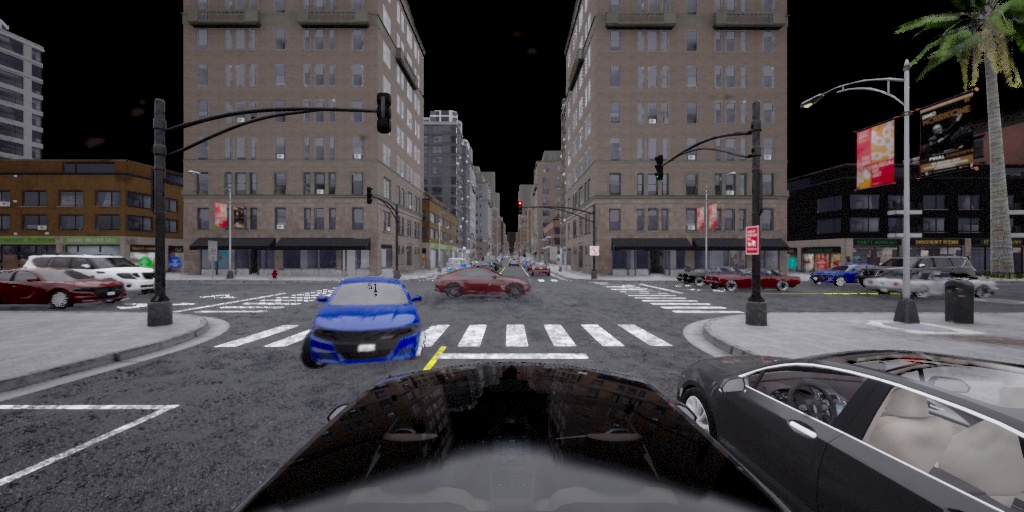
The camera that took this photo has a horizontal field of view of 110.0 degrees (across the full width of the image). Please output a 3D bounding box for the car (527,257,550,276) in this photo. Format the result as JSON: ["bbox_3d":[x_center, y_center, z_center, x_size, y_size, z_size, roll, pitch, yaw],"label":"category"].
[{"bbox_3d":[2.825,1.192,36.935,1.967,1.591,4.097,0,0,0],"label":"car"}]

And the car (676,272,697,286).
[{"bbox_3d":[13.739,1.365,24.263,4.718,1.301,1.895,0,0,0],"label":"car"}]

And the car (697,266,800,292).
[{"bbox_3d":[13.857,1.370,21.014,4.718,1.301,1.895,0,0,0],"label":"car"}]

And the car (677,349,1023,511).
[{"bbox_3d":[2.668,1.300,2.286,2.007,1.370,4.403,0,0,0],"label":"car"}]

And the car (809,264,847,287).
[{"bbox_3d":[23.058,1.258,24.308,5.008,1.535,1.882,0,0,0],"label":"car"}]

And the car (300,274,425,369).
[{"bbox_3d":[-3.195,1.229,8.205,1.882,1.535,5.008,2,-1,-20],"label":"car"}]

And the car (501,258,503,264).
[{"bbox_3d":[-2.847,1.354,55.711,1.895,1.301,4.718,0,0,0],"label":"car"}]

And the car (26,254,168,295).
[{"bbox_3d":[-20.196,0.942,17.399,5.566,2.045,2.150,0,0,0],"label":"car"}]

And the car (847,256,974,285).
[{"bbox_3d":[23.610,1.007,21.061,5.566,2.045,2.150,0,0,0],"label":"car"}]

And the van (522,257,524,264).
[{"bbox_3d":[2.934,1.093,59.612,1.690,1.789,3.998,0,0,0],"label":"van"}]

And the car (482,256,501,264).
[{"bbox_3d":[-2.896,0.974,45.920,2.150,2.045,5.566,0,0,0],"label":"car"}]

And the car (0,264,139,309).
[{"bbox_3d":[-18.348,1.204,14.153,5.008,1.535,1.882,0,0,-1],"label":"car"}]

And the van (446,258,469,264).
[{"bbox_3d":[-5.701,1.093,36.974,1.690,1.789,3.998,0,0,0],"label":"van"}]

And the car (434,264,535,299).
[{"bbox_3d":[-1.408,1.276,17.489,4.674,1.442,1.812,0,0,0],"label":"car"}]

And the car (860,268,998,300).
[{"bbox_3d":[20.465,1.385,17.595,4.718,1.301,1.895,0,0,0],"label":"car"}]

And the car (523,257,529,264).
[{"bbox_3d":[2.880,1.193,48.273,1.967,1.591,4.097,0,0,0],"label":"car"}]

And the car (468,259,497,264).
[{"bbox_3d":[-2.945,1.316,36.612,1.994,1.385,4.181,0,0,0],"label":"car"}]
